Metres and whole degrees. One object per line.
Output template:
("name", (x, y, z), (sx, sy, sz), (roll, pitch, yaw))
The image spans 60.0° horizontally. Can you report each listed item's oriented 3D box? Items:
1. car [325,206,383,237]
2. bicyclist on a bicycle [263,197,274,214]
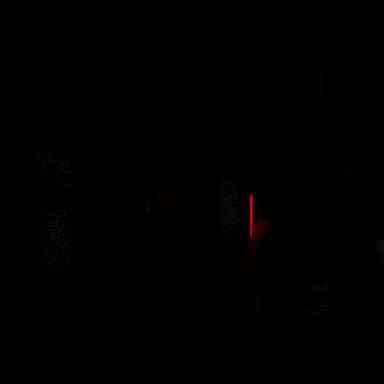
("car", (9.271, 1.477, 16.452), (5.008, 1.535, 1.882), (0, 0, 42))
("bicyclist on a bicycle", (7.383, 1.349, 32.117), (1.656, 1.620, 0.582), (0, 0, -36))
